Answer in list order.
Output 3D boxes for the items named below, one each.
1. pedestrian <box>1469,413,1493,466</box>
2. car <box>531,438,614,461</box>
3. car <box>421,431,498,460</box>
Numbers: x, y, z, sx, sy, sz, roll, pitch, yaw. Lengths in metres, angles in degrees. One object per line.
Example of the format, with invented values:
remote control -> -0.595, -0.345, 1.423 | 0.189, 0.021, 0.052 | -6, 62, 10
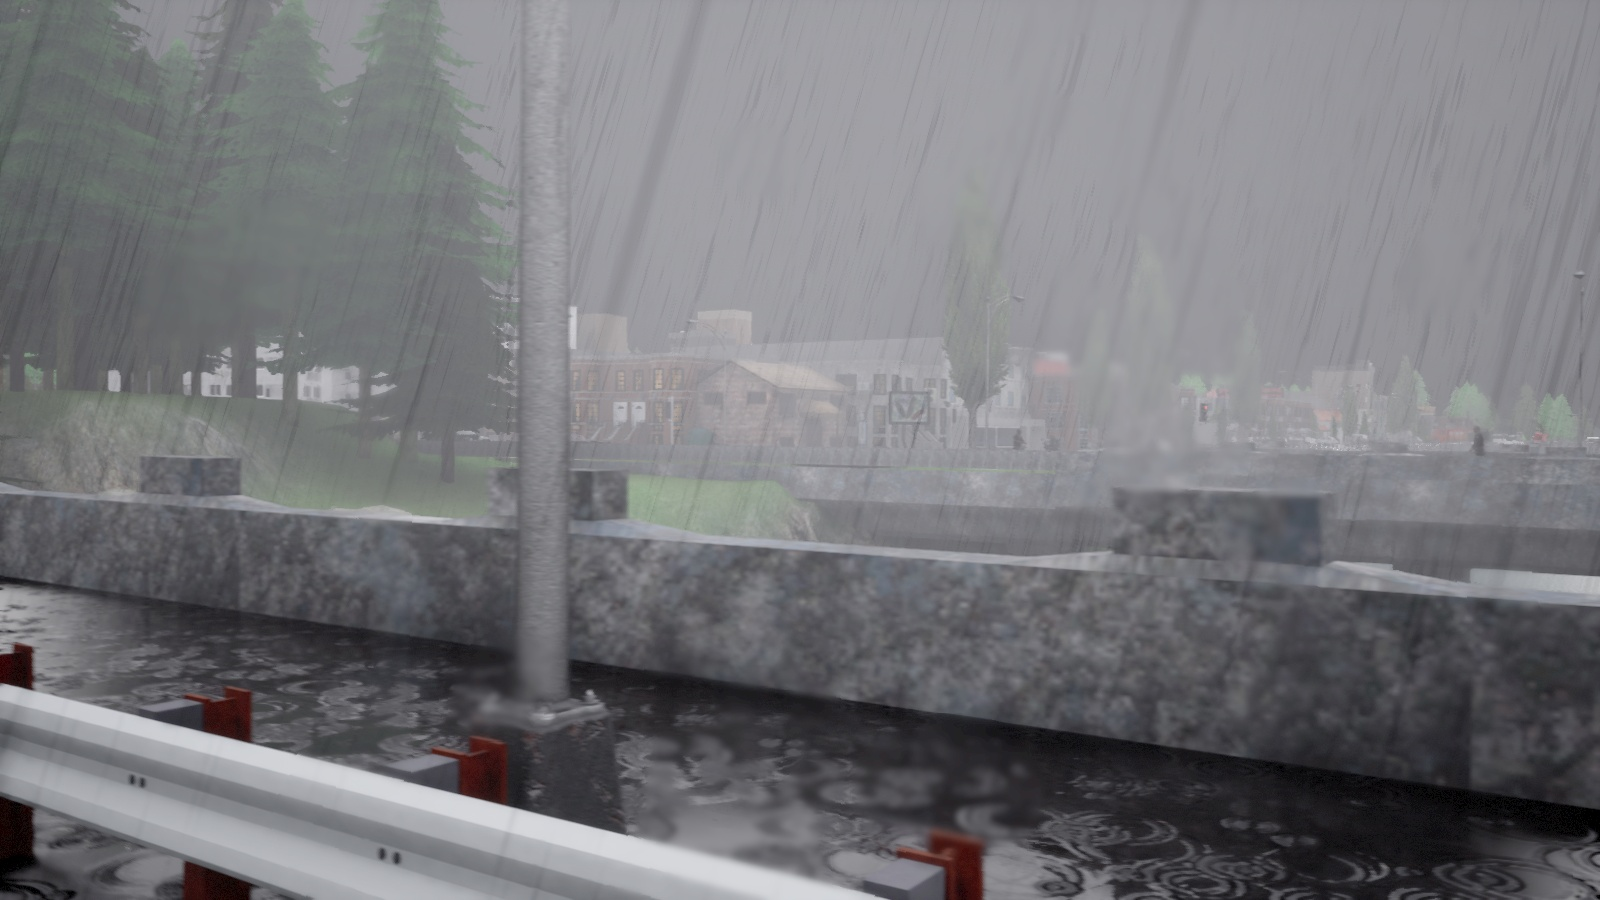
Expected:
pedestrian -> 23.685, -0.369, 43.670 | 0.720, 1.854, 0.376 | 0, 1, 34
car -> -13.134, -0.038, 72.446 | 4.718, 1.301, 1.895 | 0, 1, 34
car -> -21.080, -0.280, 77.733 | 4.553, 1.767, 2.097 | 0, 1, 34
